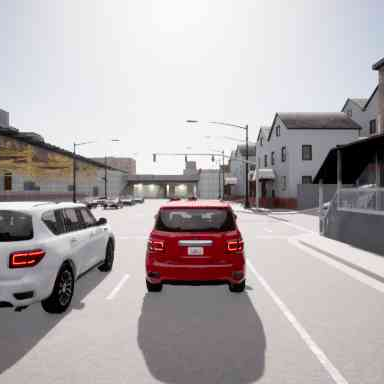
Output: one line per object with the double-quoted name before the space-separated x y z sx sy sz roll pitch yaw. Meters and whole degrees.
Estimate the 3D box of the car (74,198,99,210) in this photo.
"car" -13.996 1.564 44.248 1.994 1.385 4.181 0 0 0

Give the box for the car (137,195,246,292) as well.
"car" 0.099 1.221 9.049 2.150 2.045 5.566 0 0 1

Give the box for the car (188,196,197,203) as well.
"car" 0.160 1.503 69.203 1.837 1.490 4.892 0 0 0

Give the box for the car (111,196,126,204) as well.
"car" -13.898 1.505 63.344 1.837 1.490 4.892 0 0 0

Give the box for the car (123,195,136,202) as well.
"car" -13.827 1.493 73.758 1.837 1.490 4.892 0 0 0

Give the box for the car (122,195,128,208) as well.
"car" -10.495 1.491 44.660 2.128 1.511 4.902 0 0 0

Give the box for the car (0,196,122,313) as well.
"car" -3.409 1.221 7.786 2.150 2.045 5.566 0 0 1

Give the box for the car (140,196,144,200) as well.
"car" -10.385 1.547 64.698 2.033 1.411 5.357 0 0 0

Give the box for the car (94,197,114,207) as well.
"car" -13.965 1.526 52.989 1.812 1.442 4.674 0 0 0

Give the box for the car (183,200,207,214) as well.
"car" 0.305 1.572 36.179 1.994 1.385 4.181 0 0 -8

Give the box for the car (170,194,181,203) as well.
"car" -3.338 1.352 69.181 2.097 1.767 4.553 0 0 0

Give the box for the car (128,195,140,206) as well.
"car" -10.464 1.547 54.409 2.033 1.411 5.357 0 0 0

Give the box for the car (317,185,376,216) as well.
"car" 13.673 0.840 28.735 5.566 2.045 2.150 -13 0 -1
